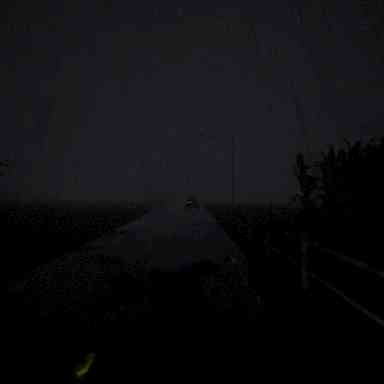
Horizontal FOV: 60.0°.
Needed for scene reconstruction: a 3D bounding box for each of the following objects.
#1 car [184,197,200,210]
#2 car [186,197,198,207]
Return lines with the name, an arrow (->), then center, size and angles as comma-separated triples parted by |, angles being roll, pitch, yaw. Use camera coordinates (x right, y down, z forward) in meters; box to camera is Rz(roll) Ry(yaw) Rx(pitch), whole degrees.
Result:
car -> 0.012, 1.509, 42.514 | 2.128, 1.511, 4.902 | 0, 0, 0
car -> 0.017, 1.537, 53.133 | 1.837, 1.490, 4.892 | 0, 0, 0
